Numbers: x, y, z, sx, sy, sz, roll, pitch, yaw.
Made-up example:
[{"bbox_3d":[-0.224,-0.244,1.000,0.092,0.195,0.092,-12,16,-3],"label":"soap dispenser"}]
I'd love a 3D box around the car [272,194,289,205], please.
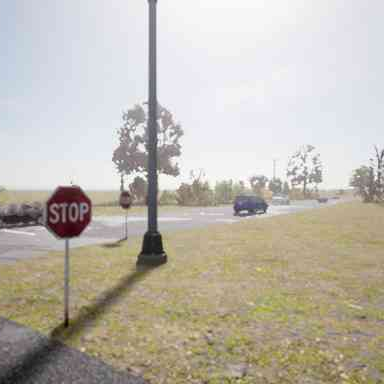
[{"bbox_3d":[17.417,1.400,65.475,2.150,2.045,5.566,0,0,34],"label":"car"}]

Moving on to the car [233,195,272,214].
[{"bbox_3d":[6.541,1.340,36.737,2.150,2.045,5.566,0,0,34],"label":"car"}]

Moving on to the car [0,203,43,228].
[{"bbox_3d":[-11.785,1.530,22.057,2.128,1.511,4.902,0,0,34],"label":"car"}]

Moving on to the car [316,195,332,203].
[{"bbox_3d":[31.161,1.742,78.681,2.128,1.511,4.902,0,0,28],"label":"car"}]
